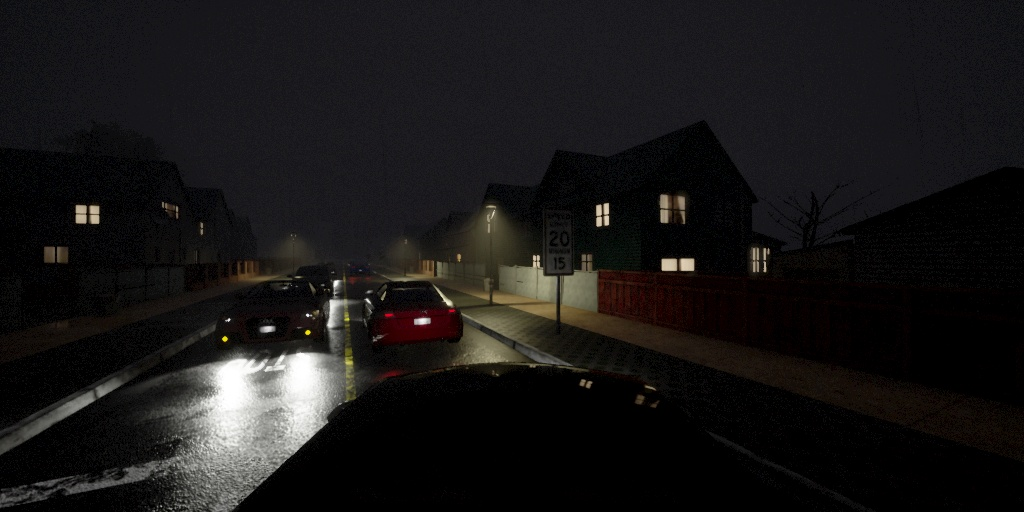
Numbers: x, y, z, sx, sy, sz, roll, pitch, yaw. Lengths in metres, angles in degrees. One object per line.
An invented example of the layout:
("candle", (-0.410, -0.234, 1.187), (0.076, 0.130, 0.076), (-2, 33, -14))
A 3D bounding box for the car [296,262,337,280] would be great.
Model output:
("car", (-10.191, 1.258, 18.417), (1.837, 1.490, 4.892), (0, 0, -25))

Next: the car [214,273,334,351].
("car", (-5.821, 1.318, 9.166), (1.994, 1.385, 4.181), (0, 0, -24))

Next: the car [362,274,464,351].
("car", (-2.698, 1.315, 9.198), (1.994, 1.385, 4.181), (0, 0, -25))

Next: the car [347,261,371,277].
("car", (-15.575, 1.232, 36.640), (1.882, 1.535, 5.008), (0, 0, -25))

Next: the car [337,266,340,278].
("car", (-16.121, 1.261, 31.055), (1.837, 1.490, 4.892), (0, 0, -25))
